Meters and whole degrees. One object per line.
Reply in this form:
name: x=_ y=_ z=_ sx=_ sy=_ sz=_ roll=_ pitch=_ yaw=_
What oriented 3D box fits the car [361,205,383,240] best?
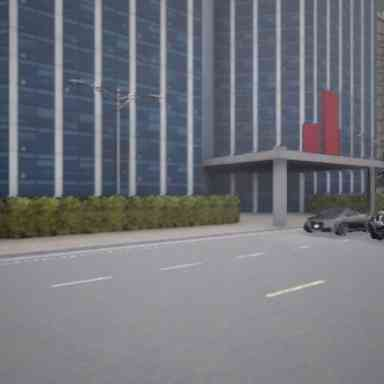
car: x=10.674 y=1.228 z=15.827 sx=5.566 sy=2.045 sz=2.150 roll=0 pitch=0 yaw=-35

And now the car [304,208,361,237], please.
car: x=8.036 y=1.570 z=18.249 sx=4.181 sy=1.385 sz=1.994 roll=0 pitch=0 yaw=-35
